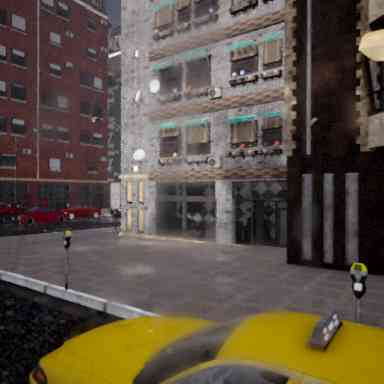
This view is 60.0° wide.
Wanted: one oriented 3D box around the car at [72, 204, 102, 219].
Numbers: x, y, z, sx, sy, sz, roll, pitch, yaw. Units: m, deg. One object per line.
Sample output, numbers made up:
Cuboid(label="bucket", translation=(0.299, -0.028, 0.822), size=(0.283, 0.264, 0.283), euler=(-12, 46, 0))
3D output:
Cuboid(label="car", translation=(-10.919, 1.906, 32.321), size=(1.887, 1.381, 4.507), euler=(-1, -2, 35))

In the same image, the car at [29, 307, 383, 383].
Cuboid(label="car", translation=(0.682, 1.525, 2.388), size=(4.829, 1.417, 1.752), euler=(0, 0, 36))

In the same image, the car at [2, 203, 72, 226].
Cuboid(label="car", translation=(-12.067, 1.835, 26.207), size=(1.994, 1.385, 4.181), euler=(0, -1, 35))

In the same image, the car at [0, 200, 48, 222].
Cuboid(label="car", translation=(-14.214, 1.573, 27.682), size=(2.192, 1.841, 5.009), euler=(-1, -2, 35))

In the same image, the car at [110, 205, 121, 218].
Cuboid(label="car", translation=(-5.930, 1.684, 34.855), size=(2.150, 2.045, 5.566), euler=(0, -1, 35))
